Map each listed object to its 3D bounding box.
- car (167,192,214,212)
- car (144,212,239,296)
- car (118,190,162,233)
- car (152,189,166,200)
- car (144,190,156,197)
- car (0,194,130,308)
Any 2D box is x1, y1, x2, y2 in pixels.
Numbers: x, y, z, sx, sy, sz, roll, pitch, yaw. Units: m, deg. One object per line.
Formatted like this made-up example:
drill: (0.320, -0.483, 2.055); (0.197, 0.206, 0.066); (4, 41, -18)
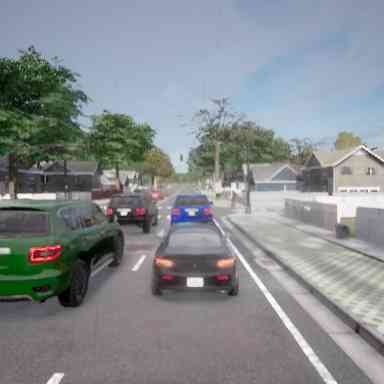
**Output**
car: (0.033, 1.087, 18.453); (2.150, 2.045, 5.566); (0, 1, 1)
car: (0.071, 1.480, 8.421); (1.812, 1.442, 4.674); (0, 0, 0)
car: (-3.215, 1.086, 18.579); (2.150, 2.045, 5.566); (0, 1, 1)
car: (-6.517, 0.463, 61.035); (2.150, 2.045, 5.566); (0, 2, 1)
car: (-9.704, 0.344, 76.521); (2.128, 1.511, 4.902); (0, 2, 0)
car: (-3.184, 1.176, 7.957); (2.150, 2.045, 5.566); (0, 0, 1)
